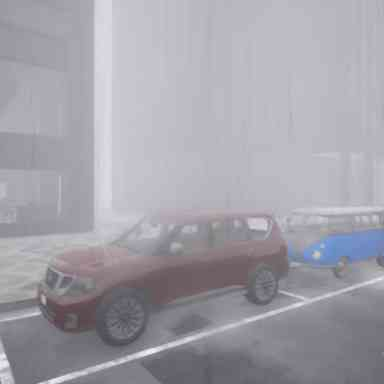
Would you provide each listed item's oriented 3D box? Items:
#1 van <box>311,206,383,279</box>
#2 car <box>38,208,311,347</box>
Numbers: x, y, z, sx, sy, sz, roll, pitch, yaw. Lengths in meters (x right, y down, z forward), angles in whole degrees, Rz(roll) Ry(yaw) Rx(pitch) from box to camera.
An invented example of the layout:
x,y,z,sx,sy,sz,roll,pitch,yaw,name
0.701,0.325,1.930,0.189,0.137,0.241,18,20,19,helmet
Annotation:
x,y,z,sx,sy,sz,roll,pitch,yaw,name
4.371,1.331,9.762,3.998,1.788,1.690,0,0,-35,van
-0.196,1.311,6.505,5.009,1.841,2.192,0,0,-35,car
